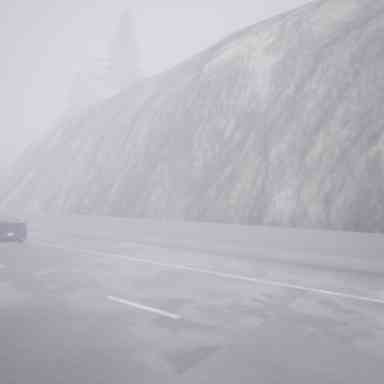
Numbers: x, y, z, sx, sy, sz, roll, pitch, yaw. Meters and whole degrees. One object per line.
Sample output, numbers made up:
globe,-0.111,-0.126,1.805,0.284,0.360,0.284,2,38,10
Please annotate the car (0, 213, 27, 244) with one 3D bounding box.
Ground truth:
car,-9.857,1.707,16.002,5.008,1.535,1.882,0,-1,38
